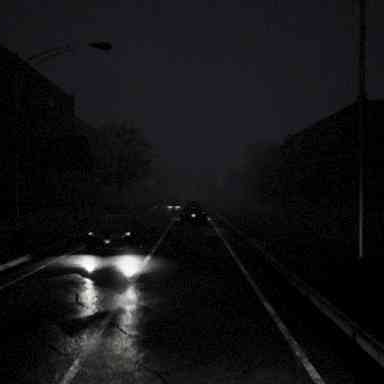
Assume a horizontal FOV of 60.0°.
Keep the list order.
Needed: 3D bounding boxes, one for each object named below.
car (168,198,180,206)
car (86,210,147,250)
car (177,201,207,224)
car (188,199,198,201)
[{"bbox_3d":[-3.032,1.694,56.821,2.033,1.411,5.357,0,0,1],"label":"car"},{"bbox_3d":[-3.094,1.551,14.464,1.812,1.442,4.674,0,0,0],"label":"car"},{"bbox_3d":[0.110,1.634,25.280,1.994,1.385,4.181,0,0,0],"label":"car"},{"bbox_3d":[0.116,1.650,42.558,1.837,1.490,4.892,0,0,0],"label":"car"}]
